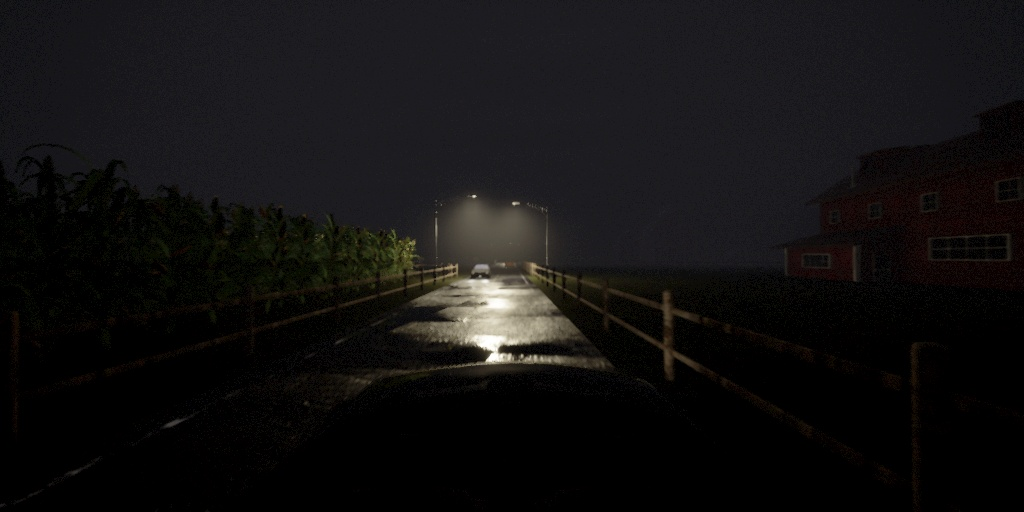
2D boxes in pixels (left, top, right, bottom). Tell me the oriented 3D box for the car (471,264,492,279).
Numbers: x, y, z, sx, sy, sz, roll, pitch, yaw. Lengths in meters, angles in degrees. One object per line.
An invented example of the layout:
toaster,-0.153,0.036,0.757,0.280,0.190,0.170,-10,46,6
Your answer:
car,-2.978,1.506,35.851,2.033,1.411,5.357,0,0,0
